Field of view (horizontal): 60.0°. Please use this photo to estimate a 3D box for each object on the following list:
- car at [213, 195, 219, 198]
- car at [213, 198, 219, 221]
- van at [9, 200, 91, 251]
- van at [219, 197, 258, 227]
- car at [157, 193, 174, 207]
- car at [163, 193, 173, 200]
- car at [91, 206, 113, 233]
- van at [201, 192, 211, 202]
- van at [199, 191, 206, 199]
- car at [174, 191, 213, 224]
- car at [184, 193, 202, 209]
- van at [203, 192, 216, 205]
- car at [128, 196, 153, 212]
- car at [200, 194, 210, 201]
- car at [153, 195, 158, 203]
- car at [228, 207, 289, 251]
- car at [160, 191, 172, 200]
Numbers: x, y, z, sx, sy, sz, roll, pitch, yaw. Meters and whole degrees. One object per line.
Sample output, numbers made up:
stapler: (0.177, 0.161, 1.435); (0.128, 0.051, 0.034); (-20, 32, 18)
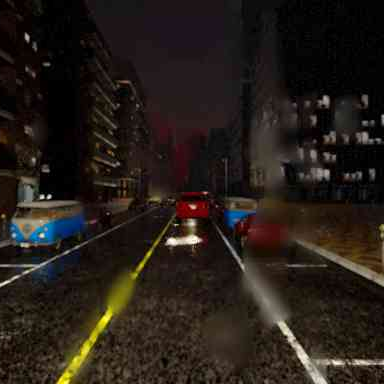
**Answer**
car: (2.692, 1.349, 35.643); (1.802, 1.307, 4.206); (1, 0, 0)
car: (2.697, 1.384, 24.548); (1.887, 1.381, 4.507); (1, 0, 0)
van: (-5.643, 1.254, 13.349); (1.690, 1.788, 3.998); (1, 0, 0)
van: (2.702, 1.217, 18.999); (1.690, 1.788, 3.998); (1, 0, 0)
car: (-3.101, 1.218, 43.905); (1.837, 1.490, 4.892); (0, 0, 0)
car: (-5.700, 1.029, 79.208); (1.887, 1.381, 4.507); (1, 0, 0)
car: (-5.650, 1.459, 18.898); (1.802, 1.307, 4.206); (1, 0, 0)
van: (2.688, 0.932, 62.701); (1.690, 1.788, 3.998); (1, 0, 0)
van: (2.681, 0.789, 84.732); (1.690, 1.788, 3.998); (1, 0, 0)
car: (0.091, 1.066, 23.526); (2.150, 2.045, 5.566); (0, 0, 0)
car: (0.087, 1.078, 41.822); (2.097, 1.767, 4.553); (0, 0, 0)
van: (2.692, 1.004, 51.685); (1.690, 1.788, 3.998); (1, 0, 0)
car: (-5.655, 1.350, 35.537); (1.802, 1.307, 4.206); (1, 0, 0)
car: (2.682, 1.137, 68.210); (1.802, 1.307, 4.206); (1, 0, 0)
car: (-5.691, 1.189, 51.482); (1.752, 1.417, 4.829); (1, 0, 0)
car: (2.699, 1.494, 13.453); (1.802, 1.307, 4.206); (1, 0, 0)
car: (-5.694, 0.835, 73.696); (2.192, 1.841, 5.009); (1, 0, 0)
